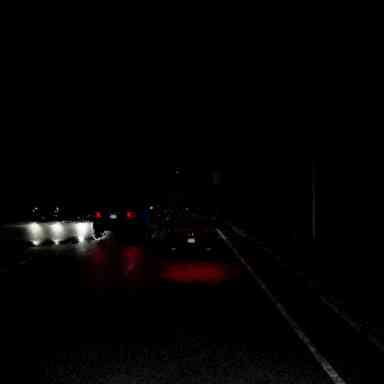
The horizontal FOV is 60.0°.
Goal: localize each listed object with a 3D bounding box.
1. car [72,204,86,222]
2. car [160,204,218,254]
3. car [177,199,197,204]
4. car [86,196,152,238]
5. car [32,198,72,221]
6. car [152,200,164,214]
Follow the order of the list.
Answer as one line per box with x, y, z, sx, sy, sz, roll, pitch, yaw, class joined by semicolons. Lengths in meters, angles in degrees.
-7.502;1.541;25.956;1.994;1.385;4.181;0;0;-1;car
-0.055;1.464;13.497;1.882;1.535;5.008;0;0;-1;car
-0.510;1.457;34.349;2.128;1.511;4.902;0;0;-1;car
-3.627;1.205;17.784;2.150;2.045;5.566;0;0;-1;car
-11.022;1.329;26.799;2.097;1.767;4.553;0;0;-1;car
-4.022;1.531;34.750;1.994;1.385;4.181;0;0;-1;car
